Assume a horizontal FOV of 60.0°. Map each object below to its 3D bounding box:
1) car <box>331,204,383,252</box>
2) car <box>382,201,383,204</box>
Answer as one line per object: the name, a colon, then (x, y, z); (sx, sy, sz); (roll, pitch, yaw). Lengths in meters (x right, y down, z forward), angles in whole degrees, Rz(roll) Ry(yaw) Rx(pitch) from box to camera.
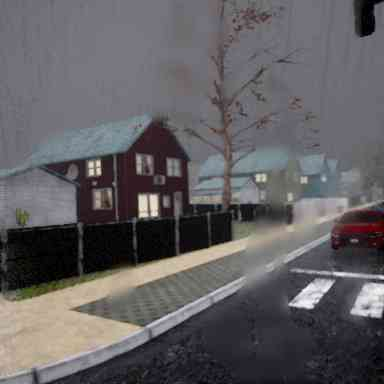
car: (7.365, 1.512, 14.346); (1.882, 1.535, 5.008); (-3, -2, 34)
car: (13.256, 1.554, 23.128); (2.033, 1.411, 5.357); (-3, -2, 34)
